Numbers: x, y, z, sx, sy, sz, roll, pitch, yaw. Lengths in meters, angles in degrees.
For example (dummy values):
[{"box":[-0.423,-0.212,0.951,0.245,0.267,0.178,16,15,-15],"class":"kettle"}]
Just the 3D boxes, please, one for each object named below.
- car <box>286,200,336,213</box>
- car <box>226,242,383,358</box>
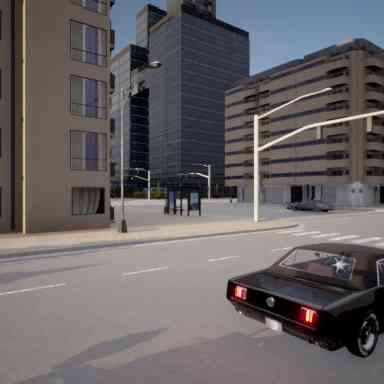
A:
[{"box":[13.405,1.603,37.751,2.033,1.411,5.357,0,0,-37],"class":"car"},{"box":[2.954,1.601,6.035,4.718,1.301,1.895,0,0,-36],"class":"car"}]
